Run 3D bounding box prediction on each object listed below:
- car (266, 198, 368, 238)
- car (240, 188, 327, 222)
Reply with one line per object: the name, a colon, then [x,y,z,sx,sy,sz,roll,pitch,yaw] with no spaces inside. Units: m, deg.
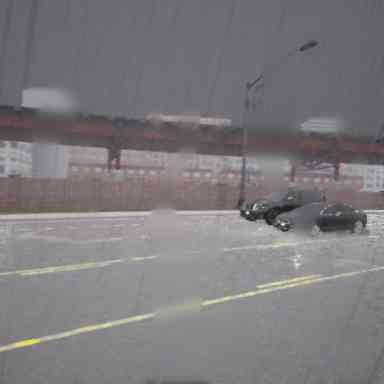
car: [6.150,1.204,15.695,4.892,1.490,1.837,1,2,-28]
car: [5.505,0.802,19.323,5.566,2.045,2.150,1,2,-27]
